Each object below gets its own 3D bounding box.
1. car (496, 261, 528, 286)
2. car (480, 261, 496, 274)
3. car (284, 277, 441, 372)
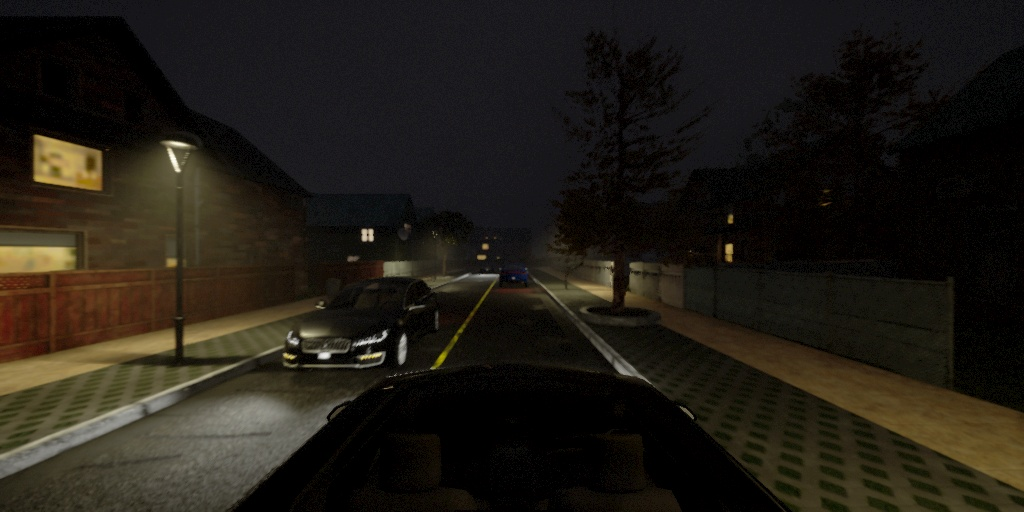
[{"bbox_3d":[0.099,1.266,25.371,1.882,1.535,5.008,0,0,0],"label":"car"},{"bbox_3d":[-2.821,1.346,43.401,2.128,1.511,4.902,0,0,0],"label":"car"},{"bbox_3d":[-2.836,1.260,7.876,1.837,1.490,4.892,0,0,0],"label":"car"}]
